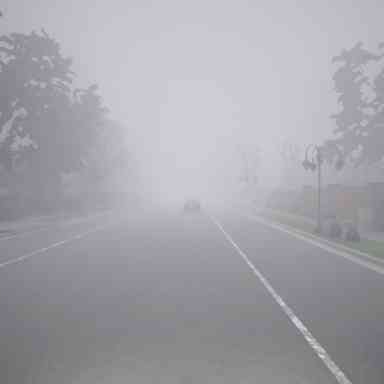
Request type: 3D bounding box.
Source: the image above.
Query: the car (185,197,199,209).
[{"bbox_3d":[-0.020,1.503,46.423,1.812,1.442,4.674,0,0,0],"label":"car"}]

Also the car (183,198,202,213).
[{"bbox_3d":[0.044,1.488,36.417,2.128,1.511,4.902,0,0,0],"label":"car"}]
